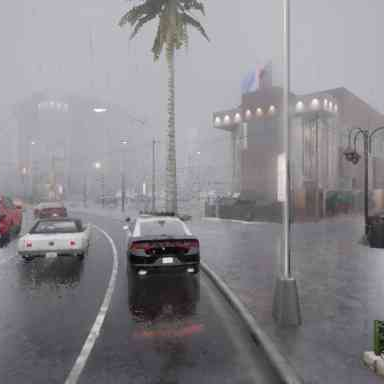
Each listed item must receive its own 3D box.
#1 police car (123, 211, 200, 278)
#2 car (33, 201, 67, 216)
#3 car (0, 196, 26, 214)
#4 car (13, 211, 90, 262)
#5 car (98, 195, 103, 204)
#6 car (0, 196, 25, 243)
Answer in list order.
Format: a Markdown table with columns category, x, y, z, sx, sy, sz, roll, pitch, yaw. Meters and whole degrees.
| category | x | y | z | sx | sy | sz | roll | pitch | yaw |
| --- | --- | --- | --- | --- | --- | --- | --- | --- | --- |
| police car | -1.110 | 1.423 | 10.451 | 1.930 | 1.638 | 5.238 | 0 | 0 | -12 |
| car | -11.045 | 1.466 | 25.752 | 1.882 | 1.535 | 5.008 | 0 | 0 | -32 |
| car | -19.961 | 1.331 | 36.182 | 4.553 | 1.767 | 2.097 | 0 | 0 | 45 |
| car | -4.766 | 1.596 | 12.159 | 1.895 | 1.301 | 4.718 | 0 | 0 | -14 |
| car | -14.576 | 1.238 | 56.454 | 4.553 | 1.767 | 2.185 | 0 | 0 | 42 |
| car | -9.531 | 1.211 | 15.766 | 2.150 | 2.045 | 5.566 | 0 | 0 | -21 |
